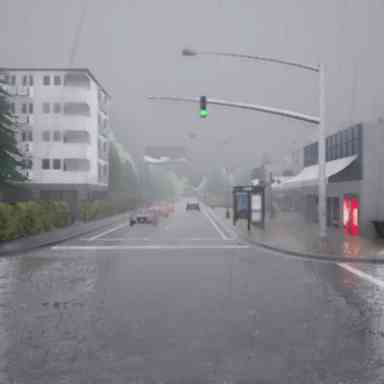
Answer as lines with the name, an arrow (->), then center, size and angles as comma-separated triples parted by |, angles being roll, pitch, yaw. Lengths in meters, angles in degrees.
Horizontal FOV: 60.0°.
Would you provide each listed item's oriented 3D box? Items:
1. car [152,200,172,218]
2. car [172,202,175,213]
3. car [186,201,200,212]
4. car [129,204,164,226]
car -> -3.571, 1.760, 35.562 | 2.097, 1.767, 4.553 | 0, -1, 0
car -> -3.533, 1.875, 45.613 | 2.097, 1.767, 4.553 | 0, -1, 0
car -> 0.136, 2.038, 48.844 | 1.882, 1.535, 5.008 | 0, -1, 0
car -> -3.584, 1.861, 25.858 | 1.994, 1.385, 4.181 | 0, -1, 0
